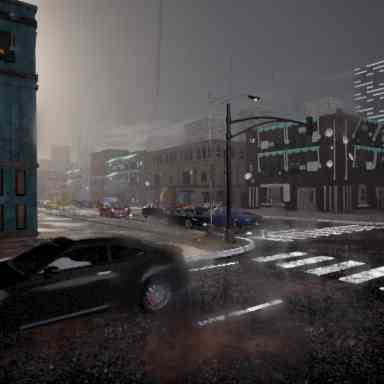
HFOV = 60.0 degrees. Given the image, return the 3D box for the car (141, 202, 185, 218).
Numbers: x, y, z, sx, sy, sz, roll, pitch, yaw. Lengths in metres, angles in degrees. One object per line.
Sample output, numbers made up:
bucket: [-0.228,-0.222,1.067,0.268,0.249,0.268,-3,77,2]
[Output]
car: [-3.198,1.812,32.451,2.128,1.511,4.902,-1,0,-35]

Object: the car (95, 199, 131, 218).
car: [-8.324,1.847,35.177,1.967,1.590,4.097,-1,0,-35]

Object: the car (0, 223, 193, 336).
car: [-2.193,1.525,6.096,4.674,1.442,1.812,0,0,-36]

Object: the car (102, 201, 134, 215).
car: [-9.199,1.930,40.916,2.128,1.511,4.902,-1,0,-35]

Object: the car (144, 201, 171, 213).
car: [-4.693,1.966,44.544,1.802,1.307,4.206,-2,0,-35]

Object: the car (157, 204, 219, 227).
car: [-0.385,1.815,23.793,1.947,1.339,4.313,-1,0,-35]

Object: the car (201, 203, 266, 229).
car: [2.782,1.750,23.990,2.033,1.411,5.357,-1,0,-34]

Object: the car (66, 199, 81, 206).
car: [-27.129,2.364,76.135,1.947,1.339,4.313,-1,0,-35]

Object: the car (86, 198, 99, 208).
car: [-17.520,1.940,62.595,2.192,1.841,5.009,-1,0,-35]

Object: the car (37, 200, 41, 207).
car: [-30.756,2.376,66.768,2.008,1.369,4.403,-1,0,-35]

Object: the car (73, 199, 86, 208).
car: [-20.457,2.192,62.280,1.812,1.442,4.674,-1,0,-35]

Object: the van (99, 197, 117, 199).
van: [-14.314,1.907,58.082,1.690,1.788,3.998,-1,0,-35]

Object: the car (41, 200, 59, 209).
car: [-24.248,2.233,57.603,1.752,1.417,4.829,-1,0,-35]

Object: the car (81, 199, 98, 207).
car: [-20.719,2.228,67.108,1.887,1.381,4.507,-1,0,-35]
